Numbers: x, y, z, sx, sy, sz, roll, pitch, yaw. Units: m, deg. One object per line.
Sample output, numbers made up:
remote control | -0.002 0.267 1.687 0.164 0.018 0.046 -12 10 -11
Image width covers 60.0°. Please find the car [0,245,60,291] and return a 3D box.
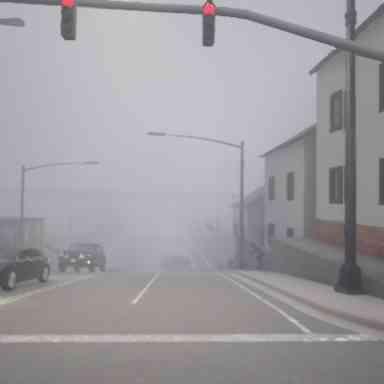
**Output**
car | -7.005 2.810 12.670 1.837 1.490 4.892 1 -10 -2

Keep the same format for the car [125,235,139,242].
car | -14.317 11.333 81.709 4.974 1.542 2.038 0 -2 41

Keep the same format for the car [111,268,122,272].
car | -8.175 8.484 34.032 1.882 1.535 5.008 1 -23 -3

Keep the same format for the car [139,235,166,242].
car | -9.714 11.402 81.925 4.974 1.542 2.038 2 -2 -39

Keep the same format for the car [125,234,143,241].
car | -14.354 11.176 81.747 4.536 1.218 1.853 0 -2 41

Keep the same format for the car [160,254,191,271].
car | -2.501 10.488 50.224 2.150 2.045 5.566 0 -2 36

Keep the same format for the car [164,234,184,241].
car | -4.433 11.344 82.979 4.536 1.218 1.853 0 -2 26

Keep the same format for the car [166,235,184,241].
car | -4.389 11.501 82.952 4.974 1.542 2.038 0 -2 26

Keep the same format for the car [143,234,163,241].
car | -9.672 11.246 81.962 4.536 1.218 1.853 2 -2 -39

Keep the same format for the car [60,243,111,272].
car | -7.504 4.573 23.300 2.150 2.045 5.566 1 -14 -3

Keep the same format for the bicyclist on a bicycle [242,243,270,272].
bicyclist on a bicycle | 3.696 3.807 19.322 1.656 1.620 0.582 1 -9 -2
